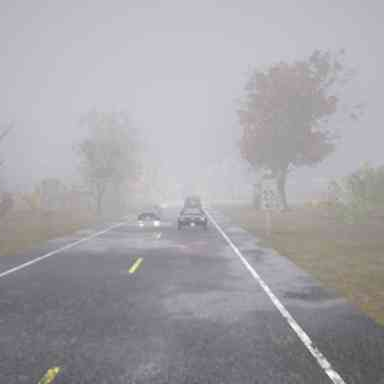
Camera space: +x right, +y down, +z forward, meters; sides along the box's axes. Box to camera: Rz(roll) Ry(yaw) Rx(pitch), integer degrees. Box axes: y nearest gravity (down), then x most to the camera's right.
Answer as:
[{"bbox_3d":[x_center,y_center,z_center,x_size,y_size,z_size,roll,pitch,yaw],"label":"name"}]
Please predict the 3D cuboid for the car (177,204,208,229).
[{"bbox_3d":[0.046,1.708,22.451,1.895,1.301,4.718,0,0,0],"label":"car"}]

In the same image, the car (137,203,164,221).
[{"bbox_3d":[-3.539,1.697,29.347,2.033,1.411,5.357,0,0,0],"label":"car"}]

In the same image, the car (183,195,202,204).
[{"bbox_3d":[0.078,1.459,42.202,2.150,2.045,5.566,0,0,0],"label":"car"}]
